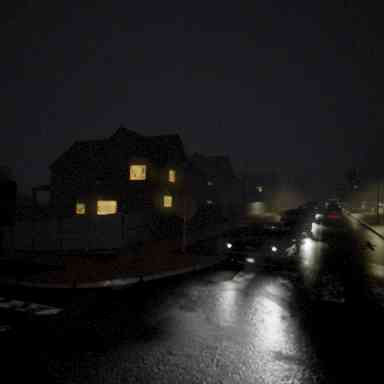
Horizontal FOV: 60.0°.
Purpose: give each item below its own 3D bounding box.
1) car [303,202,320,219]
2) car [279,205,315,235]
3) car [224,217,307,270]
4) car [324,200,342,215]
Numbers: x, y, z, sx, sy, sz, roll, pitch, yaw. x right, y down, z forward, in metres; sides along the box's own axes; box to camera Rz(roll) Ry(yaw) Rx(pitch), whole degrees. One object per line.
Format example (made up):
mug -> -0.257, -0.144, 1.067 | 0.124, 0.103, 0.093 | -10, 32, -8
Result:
car -> 11.159, 2.040, 32.712 | 2.128, 1.511, 4.902 | 0, -1, 22
car -> 6.905, 1.859, 21.954 | 1.882, 1.535, 5.008 | 0, -1, 22
car -> 2.816, 1.845, 12.333 | 1.895, 1.301, 4.718 | 0, -1, 27
car -> 19.291, 2.286, 45.285 | 1.837, 1.490, 4.892 | 0, -1, 21
